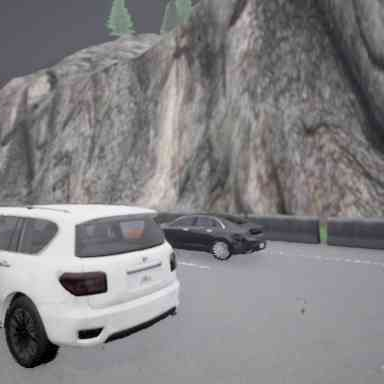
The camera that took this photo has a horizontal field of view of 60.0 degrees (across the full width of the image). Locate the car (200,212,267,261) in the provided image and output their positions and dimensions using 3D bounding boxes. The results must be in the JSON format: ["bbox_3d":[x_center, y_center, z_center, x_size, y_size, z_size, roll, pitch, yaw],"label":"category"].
[{"bbox_3d":[0.326,1.519,12.357,4.892,1.490,1.837,0,0,36],"label":"car"}]

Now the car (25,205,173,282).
[{"bbox_3d":[-3.024,1.366,10.448,4.553,1.767,2.097,0,0,36],"label":"car"}]

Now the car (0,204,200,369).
[{"bbox_3d":[-2.802,1.234,5.991,5.566,2.045,2.150,0,0,36],"label":"car"}]

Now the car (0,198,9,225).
[{"bbox_3d":[-15.031,1.313,23.314,4.553,1.767,2.097,0,0,36],"label":"car"}]
